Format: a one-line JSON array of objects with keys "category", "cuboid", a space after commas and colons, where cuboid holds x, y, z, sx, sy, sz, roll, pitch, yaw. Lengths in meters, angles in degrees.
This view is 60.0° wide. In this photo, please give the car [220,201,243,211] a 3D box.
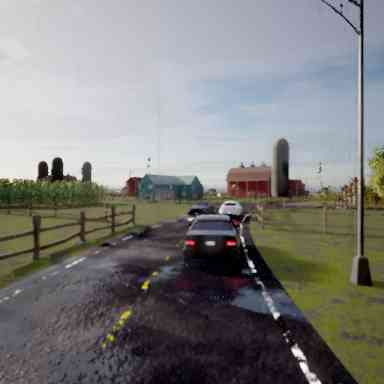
[{"category": "car", "cuboid": [3.500, 1.529, 29.503, 1.812, 1.442, 4.674, 0, 0, 12]}]

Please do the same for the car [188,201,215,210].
[{"category": "car", "cuboid": [1.009, 1.540, 31.886, 2.033, 1.411, 5.357, 0, 0, 13]}]

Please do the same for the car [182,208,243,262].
[{"category": "car", "cuboid": [0.779, 1.544, 12.178, 2.033, 1.411, 5.357, 0, 0, 5]}]
